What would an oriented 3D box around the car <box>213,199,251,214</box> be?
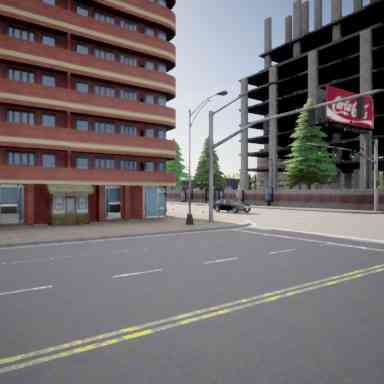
[{"bbox_3d":[4.230,1.491,35.918,2.128,1.511,4.902,0,0,-35],"label":"car"}]
